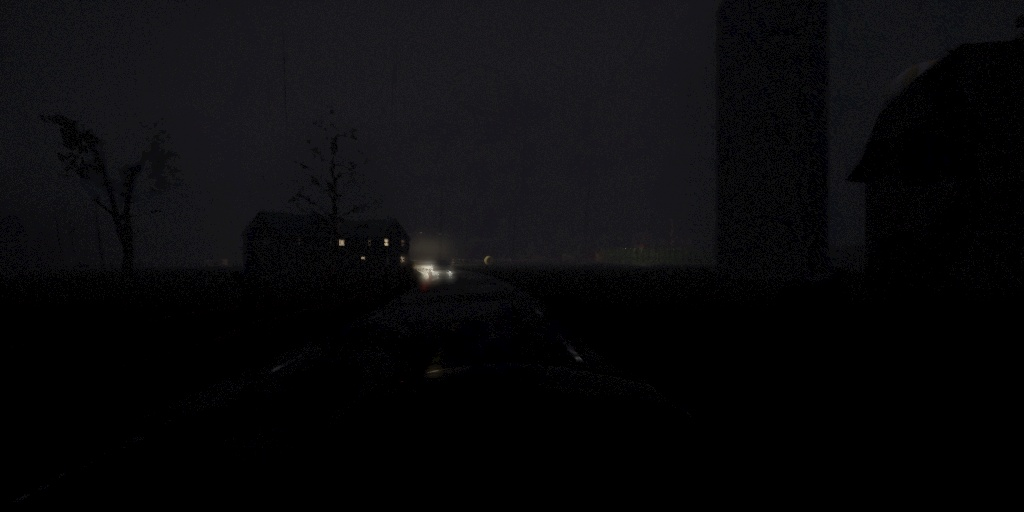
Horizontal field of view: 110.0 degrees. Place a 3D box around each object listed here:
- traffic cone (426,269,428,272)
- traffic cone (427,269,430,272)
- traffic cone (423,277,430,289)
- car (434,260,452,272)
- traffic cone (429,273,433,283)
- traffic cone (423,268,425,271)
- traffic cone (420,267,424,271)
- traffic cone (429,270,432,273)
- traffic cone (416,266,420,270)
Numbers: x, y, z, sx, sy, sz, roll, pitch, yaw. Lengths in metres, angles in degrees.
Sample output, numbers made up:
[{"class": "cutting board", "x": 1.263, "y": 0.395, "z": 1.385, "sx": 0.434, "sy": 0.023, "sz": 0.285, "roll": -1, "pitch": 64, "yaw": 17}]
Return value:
[{"class": "traffic cone", "x": -9.429, "y": 1.755, "z": 41.071, "sx": 0.340, "sy": 0.580, "sz": 0.340, "roll": 0, "pitch": 0, "yaw": -16}, {"class": "traffic cone", "x": -8.161, "y": 1.746, "z": 36.321, "sx": 0.340, "sy": 0.580, "sz": 0.340, "roll": 0, "pitch": 0, "yaw": -14}, {"class": "traffic cone", "x": -5.322, "y": 1.727, "z": 21.852, "sx": 0.340, "sy": 0.580, "sz": 0.340, "roll": 0, "pitch": 0, "yaw": -8}, {"class": "car", "x": -9.279, "y": 1.278, "z": 47.756, "sx": 1.882, "sy": 1.535, "sz": 5.008, "roll": 0, "pitch": 0, "yaw": -18}, {"class": "traffic cone", "x": -6.106, "y": 1.732, "z": 26.706, "sx": 0.340, "sy": 0.580, "sz": 0.340, "roll": 0, "pitch": 0, "yaw": -10}, {"class": "traffic cone", "x": -10.856, "y": 1.765, "z": 45.777, "sx": 0.340, "sy": 0.580, "sz": 0.340, "roll": 0, "pitch": 0, "yaw": -18}, {"class": "traffic cone", "x": -12.440, "y": 1.778, "z": 50.431, "sx": 0.340, "sy": 0.580, "sz": 0.340, "roll": 0, "pitch": 0, "yaw": -20}, {"class": "traffic cone", "x": -7.053, "y": 1.739, "z": 31.530, "sx": 0.340, "sy": 0.580, "sz": 0.340, "roll": 0, "pitch": 0, "yaw": -12}, {"class": "traffic cone", "x": -14.182, "y": 1.791, "z": 55.087, "sx": 0.340, "sy": 0.580, "sz": 0.340, "roll": 0, "pitch": 0, "yaw": -20}]
